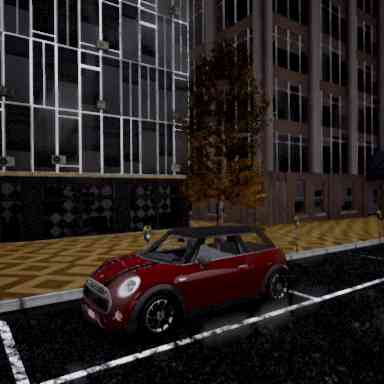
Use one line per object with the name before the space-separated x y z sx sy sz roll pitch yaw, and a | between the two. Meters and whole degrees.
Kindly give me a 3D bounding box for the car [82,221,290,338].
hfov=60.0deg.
car | -0.002 1.438 6.536 4.097 1.590 1.967 0 -1 -35
